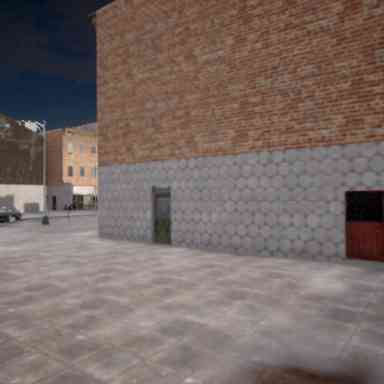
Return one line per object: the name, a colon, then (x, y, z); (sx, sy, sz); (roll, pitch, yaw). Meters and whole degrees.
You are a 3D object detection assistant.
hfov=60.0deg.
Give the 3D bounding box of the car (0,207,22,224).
car: (-15.553, 1.827, 25.729); (2.008, 1.369, 4.403); (-1, 0, 35)
